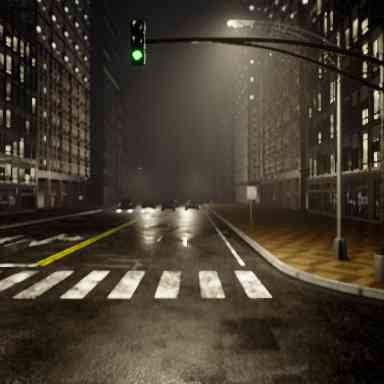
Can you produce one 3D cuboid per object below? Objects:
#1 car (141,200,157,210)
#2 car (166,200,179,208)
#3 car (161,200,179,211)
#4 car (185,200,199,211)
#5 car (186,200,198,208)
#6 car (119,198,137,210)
[{"bbox_3d":[-6.503,1.953,50.641,1.994,1.385,4.181,0,-1,0],"label":"car"},{"bbox_3d":[-3.253,2.008,56.474,1.994,1.385,4.181,0,-1,0],"label":"car"},{"bbox_3d":[-3.253,1.895,46.057,2.033,1.411,5.357,0,-1,0],"label":"car"},{"bbox_3d":[-0.002,1.899,46.474,2.033,1.411,5.357,0,-1,0],"label":"car"},{"bbox_3d":[-0.003,2.049,56.921,1.895,1.301,4.718,0,-1,0],"label":"car"},{"bbox_3d":[-9.753,1.742,50.672,2.097,1.767,4.553,0,-1,0],"label":"car"}]
